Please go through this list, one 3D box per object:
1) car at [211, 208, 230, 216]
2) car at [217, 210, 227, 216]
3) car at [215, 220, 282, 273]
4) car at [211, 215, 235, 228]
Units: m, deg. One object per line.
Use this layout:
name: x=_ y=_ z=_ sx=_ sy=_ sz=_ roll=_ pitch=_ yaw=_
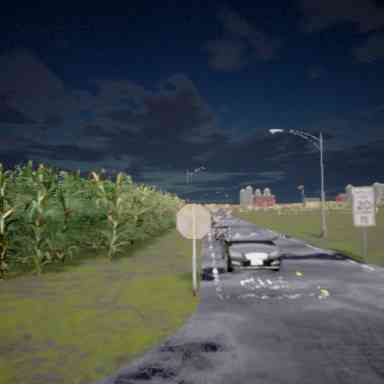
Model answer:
car: x=3.130 y=3.000 z=38.841 sx=2.150 sy=2.045 sz=5.566 roll=-1 pitch=-1 yaw=2
car: x=7.735 y=5.417 z=86.274 sx=2.128 sy=1.511 sz=4.902 roll=-1 pitch=-3 yaw=2
car: x=2.154 y=2.085 z=13.018 sx=2.128 sy=1.511 sz=4.902 roll=-1 pitch=-3 yaw=2
car: x=2.570 y=2.655 z=24.133 sx=2.033 sy=1.411 sz=5.357 roll=-1 pitch=-3 yaw=2
